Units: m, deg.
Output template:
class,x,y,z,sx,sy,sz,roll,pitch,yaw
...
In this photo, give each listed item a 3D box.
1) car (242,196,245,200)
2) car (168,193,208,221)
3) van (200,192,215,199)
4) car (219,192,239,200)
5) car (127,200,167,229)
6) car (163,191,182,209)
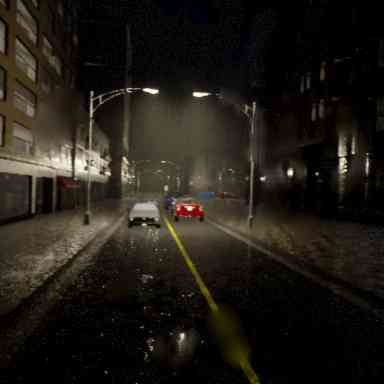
class,x,y,z,sx,sy,sz,roll,pitch,yaw
car,14.950,1.499,85.202,4.313,1.339,1.947,2,1,-8
car,-0.425,1.189,25.409,2.097,1.767,4.553,2,0,-7
van,3.799,0.909,83.578,3.998,1.788,1.690,2,1,-8
car,9.379,1.067,84.389,5.009,1.841,2.192,2,1,-8
car,-2.854,1.330,20.240,2.033,1.411,5.357,2,0,-7
car,-2.086,0.931,38.060,2.150,2.045,5.566,2,1,-7
